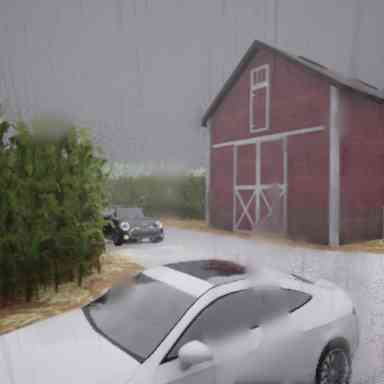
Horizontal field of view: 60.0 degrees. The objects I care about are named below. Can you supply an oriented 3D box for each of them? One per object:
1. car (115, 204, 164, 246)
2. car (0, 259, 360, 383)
[{"bbox_3d":[-3.104,1.415,15.751,2.097,1.767,4.553,1,0,-33],"label":"car"},{"bbox_3d":[-0.038,1.546,3.547,4.674,1.442,1.812,1,0,-35],"label":"car"}]
